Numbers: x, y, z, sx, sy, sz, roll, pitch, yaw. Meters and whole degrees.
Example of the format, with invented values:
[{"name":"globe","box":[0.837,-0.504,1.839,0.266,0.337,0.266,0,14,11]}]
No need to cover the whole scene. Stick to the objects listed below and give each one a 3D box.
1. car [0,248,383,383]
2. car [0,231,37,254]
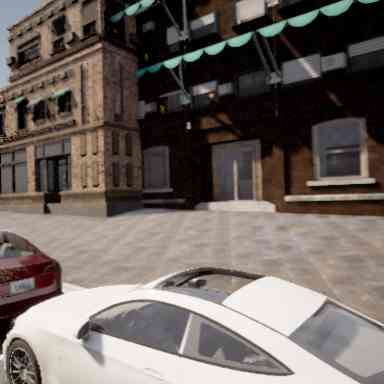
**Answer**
[{"name":"car","box":[-0.004,1.521,3.322,4.674,1.452,2.002,0,0,36]},{"name":"car","box":[-4.546,1.514,6.562,4.792,1.488,2.163,0,0,36]}]
